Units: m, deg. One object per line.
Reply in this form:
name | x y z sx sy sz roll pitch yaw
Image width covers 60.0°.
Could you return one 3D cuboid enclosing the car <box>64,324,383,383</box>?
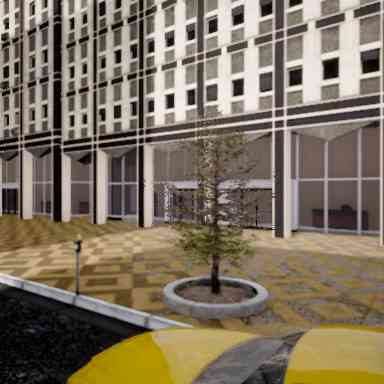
car | 1.047 1.527 2.119 4.829 1.417 1.752 -1 0 35
